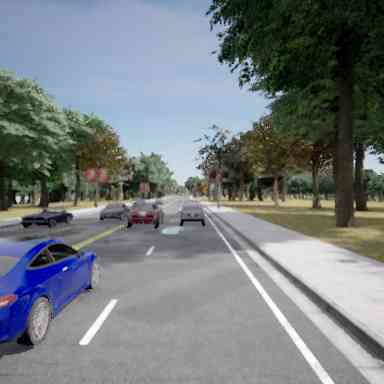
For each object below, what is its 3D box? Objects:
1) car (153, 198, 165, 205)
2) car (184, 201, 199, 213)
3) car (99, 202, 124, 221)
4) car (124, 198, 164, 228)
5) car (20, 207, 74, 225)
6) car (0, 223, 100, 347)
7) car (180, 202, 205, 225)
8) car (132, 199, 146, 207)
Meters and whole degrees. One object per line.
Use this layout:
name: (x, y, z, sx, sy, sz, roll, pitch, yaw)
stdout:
car: (-6.986, 2.069, 70.856, 2.033, 1.411, 5.357, 0, -1, -1)
car: (-0.079, 1.894, 42.530, 1.895, 1.301, 4.718, 0, 0, 0)
car: (-6.682, 1.692, 28.978, 1.837, 1.490, 4.892, 0, -1, 0)
car: (-3.208, 1.500, 23.708, 2.097, 1.767, 4.553, 0, 0, 0)
car: (-9.904, 1.745, 23.055, 1.895, 1.301, 4.718, 0, 0, 0)
car: (-3.156, 1.563, 6.260, 1.812, 1.442, 4.674, 0, 0, 0)
car: (0.034, 1.708, 25.653, 2.033, 1.411, 5.357, 0, 0, 0)
car: (-10.162, 2.051, 63.747, 1.994, 1.385, 4.181, 0, -1, 0)
